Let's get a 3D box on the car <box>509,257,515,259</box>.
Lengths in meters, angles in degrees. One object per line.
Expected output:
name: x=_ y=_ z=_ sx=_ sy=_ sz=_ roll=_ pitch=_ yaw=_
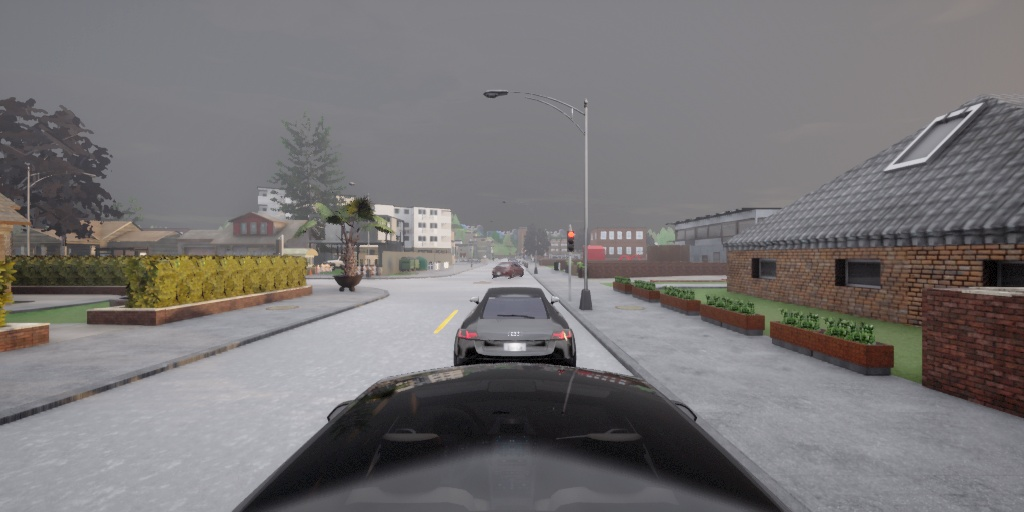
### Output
car: x=0.092 y=1.276 z=60.805 sx=1.812 sy=1.442 sz=4.674 roll=0 pitch=0 yaw=0

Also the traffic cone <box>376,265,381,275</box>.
traffic cone: x=-15.396 y=1.558 z=40.690 sx=0.344 sy=0.586 sz=0.344 roll=0 pitch=0 yaw=0

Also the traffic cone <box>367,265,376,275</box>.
traffic cone: x=-15.757 y=1.561 z=40.120 sx=0.344 sy=0.586 sz=0.344 roll=0 pitch=0 yaw=0

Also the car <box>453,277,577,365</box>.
car: x=0.058 y=1.314 z=7.306 sx=1.994 sy=1.385 sz=4.181 roll=0 pitch=0 yaw=0

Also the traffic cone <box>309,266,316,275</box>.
traffic cone: x=-19.803 y=1.568 z=35.236 sx=0.344 sy=0.586 sz=0.344 roll=0 pitch=0 yaw=0

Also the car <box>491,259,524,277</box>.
car: x=-0.351 y=1.276 z=32.217 sx=1.812 sy=1.442 sz=4.674 roll=1 pitch=0 yaw=20
